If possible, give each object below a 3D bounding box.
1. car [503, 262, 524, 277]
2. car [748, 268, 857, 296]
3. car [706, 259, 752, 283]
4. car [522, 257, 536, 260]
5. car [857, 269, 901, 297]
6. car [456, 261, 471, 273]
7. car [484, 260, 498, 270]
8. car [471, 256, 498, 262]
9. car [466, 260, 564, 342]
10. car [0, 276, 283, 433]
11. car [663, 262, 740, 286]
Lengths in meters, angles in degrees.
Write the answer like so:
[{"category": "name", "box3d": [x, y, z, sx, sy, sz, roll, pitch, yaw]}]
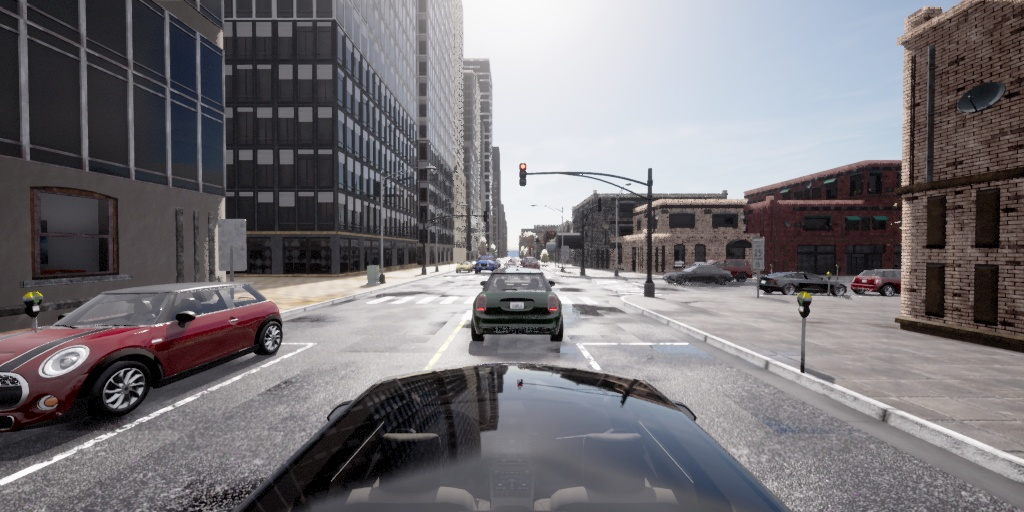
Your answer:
[{"category": "car", "box3d": [0.044, 1.342, 36.224, 1.895, 1.301, 4.718, 0, 0, -2]}, {"category": "car", "box3d": [16.458, 1.547, 20.479, 4.313, 1.339, 1.948, 0, 0, 1]}, {"category": "car", "box3d": [16.586, 1.164, 28.858, 5.009, 1.841, 2.192, 0, 0, 1]}, {"category": "car", "box3d": [2.808, 1.179, 49.175, 1.967, 1.591, 4.097, 0, 0, 0]}, {"category": "car", "box3d": [22.006, 1.474, 20.394, 4.097, 1.591, 1.967, 0, 0, 1]}, {"category": "car", "box3d": [-5.725, 1.265, 43.437, 1.751, 1.417, 4.829, 0, 0, 0]}, {"category": "car", "box3d": [-2.968, 1.264, 51.731, 1.812, 1.442, 4.674, 0, 0, 0]}, {"category": "car", "box3d": [-2.989, 0.962, 41.540, 2.150, 2.045, 5.566, 0, 0, 1]}, {"category": "car", "box3d": [0.156, 1.100, 9.953, 2.097, 1.767, 4.553, 0, 0, 1]}, {"category": "car", "box3d": [-5.682, 1.188, 5.659, 1.967, 1.591, 4.097, 0, 0, 0]}, {"category": "car", "box3d": [13.589, 1.388, 26.287, 4.674, 1.442, 1.812, 1, 1, 0]}]
